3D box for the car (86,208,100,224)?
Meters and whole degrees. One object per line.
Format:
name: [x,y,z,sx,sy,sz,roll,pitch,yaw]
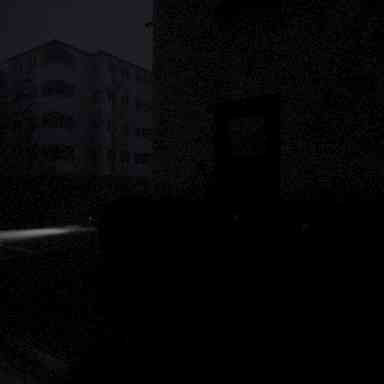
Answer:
car: [-4.877,1.370,22.549,2.128,1.511,4.902,1,0,35]
